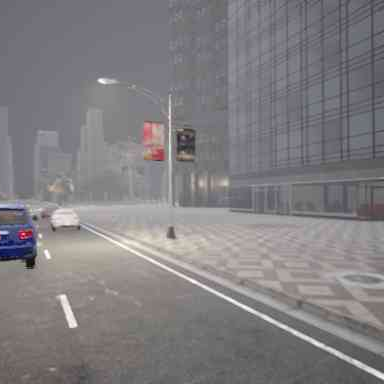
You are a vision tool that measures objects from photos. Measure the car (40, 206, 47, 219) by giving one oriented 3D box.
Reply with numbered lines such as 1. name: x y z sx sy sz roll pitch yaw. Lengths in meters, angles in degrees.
1. car: -16.137 2.240 37.911 1.994 1.385 4.181 0 -1 -26

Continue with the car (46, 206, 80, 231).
1. car: -9.340 1.956 24.282 1.812 1.442 4.674 0 -1 -26

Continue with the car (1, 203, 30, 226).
1. car: -15.623 1.892 29.596 2.097 1.767 4.553 0 -1 -26

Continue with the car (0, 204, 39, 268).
1. car: -6.718 1.439 11.719 2.150 2.045 5.566 0 -1 -26
